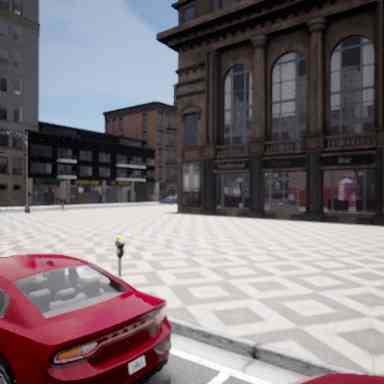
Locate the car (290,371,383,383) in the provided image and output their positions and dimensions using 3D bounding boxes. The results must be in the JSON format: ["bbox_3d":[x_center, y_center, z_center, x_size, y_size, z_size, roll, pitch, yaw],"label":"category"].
[{"bbox_3d":[2.244,1.587,1.248,4.206,1.307,1.802,0,0,35],"label":"car"}]

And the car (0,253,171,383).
[{"bbox_3d":[-2.349,1.526,4.519,4.507,1.381,1.887,0,0,35],"label":"car"}]

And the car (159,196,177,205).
[{"bbox_3d":[-3.287,1.379,56.557,2.033,1.411,5.357,0,0,37],"label":"car"}]
